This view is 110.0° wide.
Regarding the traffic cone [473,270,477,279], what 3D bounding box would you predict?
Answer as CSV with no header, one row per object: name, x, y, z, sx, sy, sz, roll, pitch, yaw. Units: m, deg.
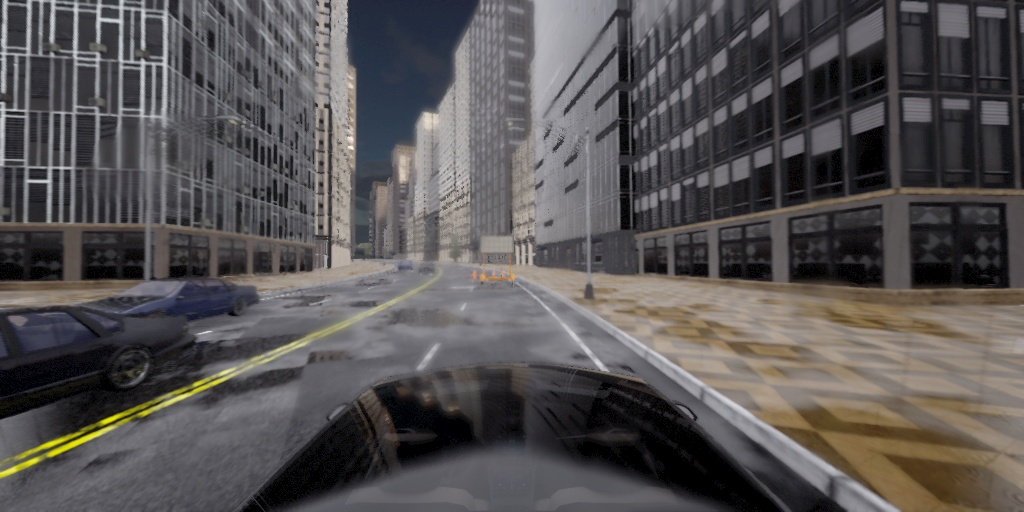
traffic cone,-3.243,1.742,31.981,0.340,0.580,0.340,0,0,-7

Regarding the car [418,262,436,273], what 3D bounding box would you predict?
car,-10.524,1.390,44.572,1.994,1.385,4.181,0,0,-10

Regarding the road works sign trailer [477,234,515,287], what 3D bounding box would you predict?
road works sign trailer,-1.051,0.236,25.193,2.380,3.560,2.880,0,0,-7

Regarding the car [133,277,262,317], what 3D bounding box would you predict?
car,-10.035,1.365,10.784,2.033,1.411,5.357,0,0,-2

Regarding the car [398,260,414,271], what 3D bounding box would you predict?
car,-15.270,1.328,51.812,1.882,1.535,5.008,0,0,-12

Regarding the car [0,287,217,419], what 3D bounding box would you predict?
car,-6.626,1.344,4.082,2.033,1.411,5.357,0,0,0
